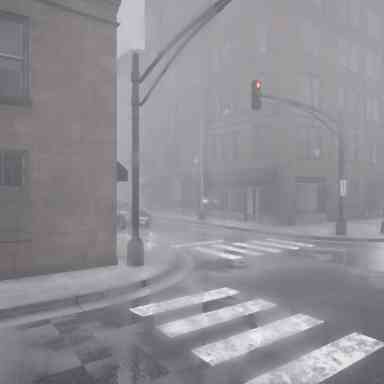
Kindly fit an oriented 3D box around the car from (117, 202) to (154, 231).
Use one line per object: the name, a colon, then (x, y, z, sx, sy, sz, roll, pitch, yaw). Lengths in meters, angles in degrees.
car: (-4.079, 1.386, 19.972, 2.128, 1.511, 4.902, 0, 0, -36)
